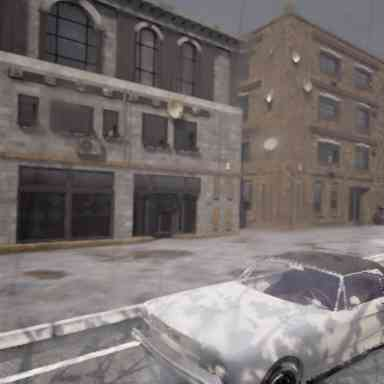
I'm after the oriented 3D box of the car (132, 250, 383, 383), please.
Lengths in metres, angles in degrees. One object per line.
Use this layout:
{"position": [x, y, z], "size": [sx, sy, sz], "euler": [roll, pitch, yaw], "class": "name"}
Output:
{"position": [1.596, 1.624, 4.823], "size": [4.718, 1.301, 1.895], "euler": [0, 0, -35], "class": "car"}
